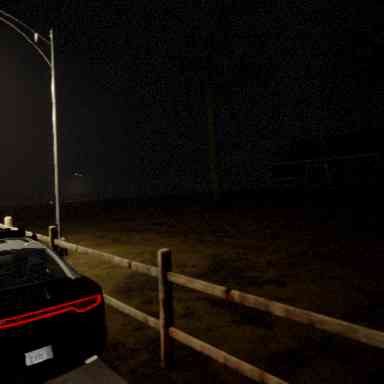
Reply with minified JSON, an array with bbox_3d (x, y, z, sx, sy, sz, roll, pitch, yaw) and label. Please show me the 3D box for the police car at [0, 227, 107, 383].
[{"bbox_3d":[-3.219,1.405,5.179,1.930,1.638,5.238,-3,1,-42],"label":"police car"}]
